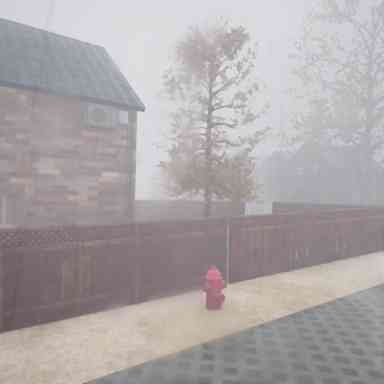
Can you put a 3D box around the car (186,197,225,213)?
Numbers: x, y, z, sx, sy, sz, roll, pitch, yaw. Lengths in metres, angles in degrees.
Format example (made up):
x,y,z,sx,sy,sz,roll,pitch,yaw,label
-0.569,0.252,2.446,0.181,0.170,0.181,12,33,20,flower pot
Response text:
x,y,z,sx,sy,sz,roll,pitch,yaw,label
0.966,1.509,32.310,2.150,2.045,5.566,2,-2,-35,car
